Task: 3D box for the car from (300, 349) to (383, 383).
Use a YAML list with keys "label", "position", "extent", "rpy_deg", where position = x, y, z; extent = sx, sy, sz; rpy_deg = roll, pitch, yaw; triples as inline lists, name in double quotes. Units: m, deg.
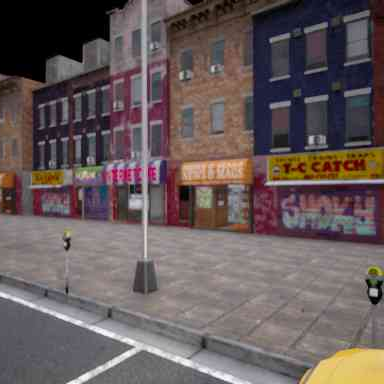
- label: "car"
  position: [2.960, 1.459, 1.186]
  extent: [5.366, 1.575, 1.801]
  rpy_deg: [0, 0, 35]
